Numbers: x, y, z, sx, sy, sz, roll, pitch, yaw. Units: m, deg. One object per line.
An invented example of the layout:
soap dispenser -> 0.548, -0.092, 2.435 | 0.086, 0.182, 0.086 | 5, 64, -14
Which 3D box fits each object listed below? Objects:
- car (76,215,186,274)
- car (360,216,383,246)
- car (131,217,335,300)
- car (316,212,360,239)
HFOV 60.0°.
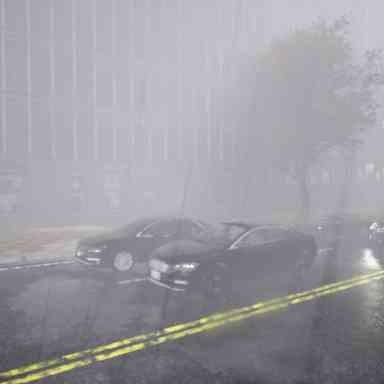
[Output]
car -> -1.206, 1.530, 10.791 | 4.892, 1.490, 1.837 | 1, 0, -35
car -> 9.703, 1.449, 14.524 | 4.553, 1.767, 2.097 | 0, 0, -35
car -> 1.221, 1.523, 8.527 | 4.902, 1.511, 2.128 | 1, 0, -35
car -> 7.009, 1.688, 16.605 | 4.718, 1.301, 1.895 | 0, 0, -35
